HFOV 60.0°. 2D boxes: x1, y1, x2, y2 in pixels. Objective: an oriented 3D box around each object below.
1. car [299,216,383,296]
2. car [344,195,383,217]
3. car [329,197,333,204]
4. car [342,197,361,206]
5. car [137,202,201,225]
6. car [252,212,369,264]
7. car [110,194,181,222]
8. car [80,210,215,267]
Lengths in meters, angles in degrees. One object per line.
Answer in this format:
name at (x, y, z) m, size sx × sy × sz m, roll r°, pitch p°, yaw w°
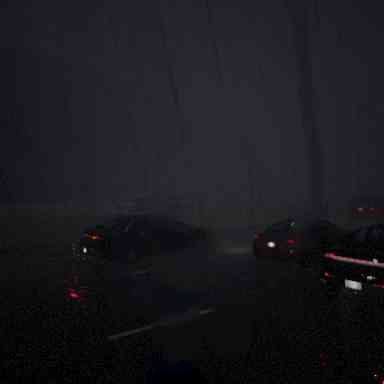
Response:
car at (4.878, 1.492, 7.614) m, size 4.902 × 1.511 × 2.128 m, roll 0°, pitch 0°, yaw -38°
car at (13.177, 1.224, 24.002) m, size 5.566 × 2.045 × 2.150 m, roll 0°, pitch 0°, yaw -43°
car at (24.725, 1.564, 58.544) m, size 2.033 × 1.411 × 5.357 m, roll 0°, pitch 0°, yaw 36°
car at (26.385, 1.574, 54.936) m, size 1.994 × 1.385 × 4.181 m, roll 0°, pitch 0°, yaw 37°
car at (-1.681, 1.550, 25.084) m, size 4.674 × 1.442 × 1.812 m, roll 0°, pitch 0°, yaw -40°
car at (3.984, 1.569, 11.373) m, size 4.181 × 1.385 × 1.994 m, roll 0°, pitch 0°, yaw -38°
car at (-3.785, 1.251, 27.859) m, size 5.566 × 2.045 × 2.150 m, roll 0°, pitch 0°, yaw -40°
car at (-1.354, 1.517, 11.627) m, size 4.892 × 1.490 × 1.837 m, roll 0°, pitch 0°, yaw -37°
